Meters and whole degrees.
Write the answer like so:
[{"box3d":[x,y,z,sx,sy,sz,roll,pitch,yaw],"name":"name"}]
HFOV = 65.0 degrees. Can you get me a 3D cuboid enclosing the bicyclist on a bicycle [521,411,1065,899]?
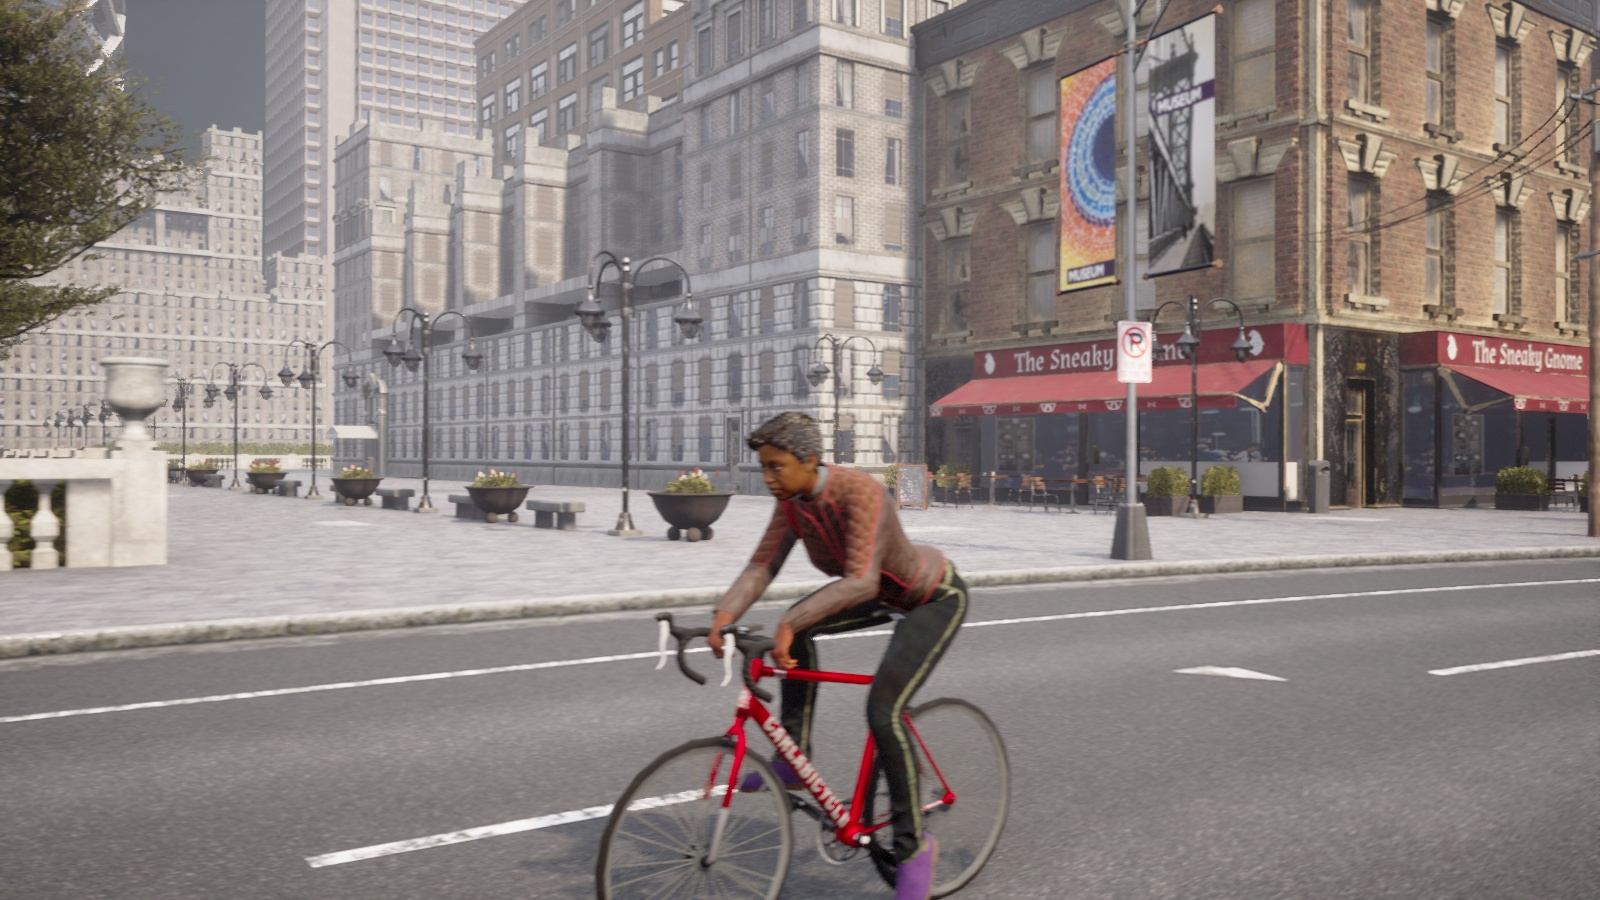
[{"box3d":[0.039,0.707,3.874,1.656,1.620,0.582,-1,0,-38],"name":"bicyclist on a bicycle"}]
